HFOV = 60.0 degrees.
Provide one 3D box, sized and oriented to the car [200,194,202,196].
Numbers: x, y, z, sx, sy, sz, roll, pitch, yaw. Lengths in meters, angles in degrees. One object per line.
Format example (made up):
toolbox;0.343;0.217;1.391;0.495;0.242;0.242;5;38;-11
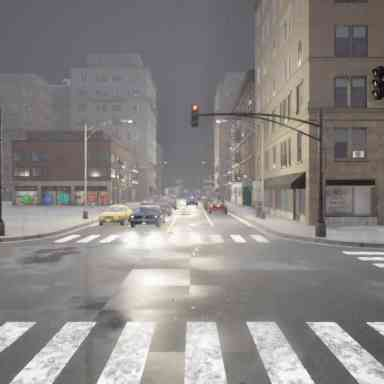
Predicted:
car;2.633;1.555;69.294;2.008;1.369;4.403;0;0;0

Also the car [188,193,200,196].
car;-0.004;1.225;64.116;2.150;2.045;5.566;0;0;0

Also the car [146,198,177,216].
car;-2.857;1.548;32.257;2.033;1.411;5.357;0;0;0

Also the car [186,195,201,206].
car;-0.003;1.604;53.814;1.895;1.301;4.718;0;0;0

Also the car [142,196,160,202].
car;-5.390;1.553;40.984;2.008;1.369;4.403;0;0;0

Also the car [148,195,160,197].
car;-5.390;1.317;46.647;2.192;1.841;5.009;0;0;0

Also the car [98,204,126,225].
car;-5.389;1.526;23.829;1.752;1.417;4.829;0;0;0

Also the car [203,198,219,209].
car;2.635;1.568;46.647;1.947;1.339;4.313;0;0;0

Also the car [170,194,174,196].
car;-5.392;1.530;69.124;1.752;1.417;4.829;0;0;0

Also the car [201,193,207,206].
car;2.635;1.317;40.985;2.192;1.841;5.009;0;0;0

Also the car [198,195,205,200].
car;2.632;1.575;91.942;1.947;1.339;4.313;0;0;0

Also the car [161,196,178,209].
car;-2.844;1.528;42.098;1.812;1.442;4.674;0;0;0

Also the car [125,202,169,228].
car;-2.883;1.601;22.520;1.895;1.301;4.718;0;0;1

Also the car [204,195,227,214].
car;2.635;1.441;35.322;1.967;1.590;4.097;0;0;0

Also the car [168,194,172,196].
car;-5.391;1.586;63.632;1.802;1.307;4.206;0;0;0
